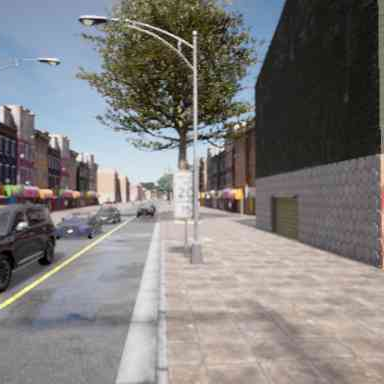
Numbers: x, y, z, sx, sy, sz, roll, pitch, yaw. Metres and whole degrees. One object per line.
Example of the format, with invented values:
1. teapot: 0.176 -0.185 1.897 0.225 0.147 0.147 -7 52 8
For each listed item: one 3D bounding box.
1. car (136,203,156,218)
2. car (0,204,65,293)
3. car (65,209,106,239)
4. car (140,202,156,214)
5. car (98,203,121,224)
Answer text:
1. car: -5.356 2.169 38.482 1.812 1.442 4.674 0 -1 -4
2. car: -5.669 1.394 9.542 2.150 2.045 5.566 0 -1 -5
3. car: -6.542 1.902 19.394 1.994 1.385 4.181 0 -1 -5
4. car: -6.324 2.307 48.726 2.128 1.511 4.902 0 -1 -5
5. car: -7.450 2.014 29.521 1.837 1.490 4.892 0 -1 -5
